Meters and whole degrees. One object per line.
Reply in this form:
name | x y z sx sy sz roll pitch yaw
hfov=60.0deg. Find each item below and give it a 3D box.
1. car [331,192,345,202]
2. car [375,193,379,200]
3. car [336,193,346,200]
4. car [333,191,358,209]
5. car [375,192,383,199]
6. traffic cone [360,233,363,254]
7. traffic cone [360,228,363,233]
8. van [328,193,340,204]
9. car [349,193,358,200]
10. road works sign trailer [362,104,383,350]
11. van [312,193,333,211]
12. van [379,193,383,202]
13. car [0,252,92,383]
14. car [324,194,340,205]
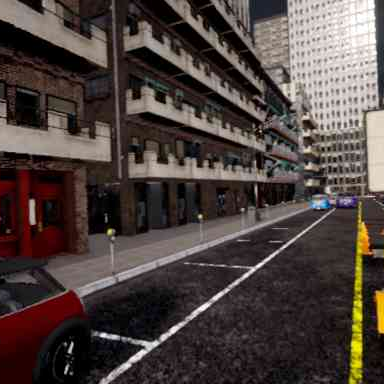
car | 29.613 0.949 67.428 2.192 1.841 5.009 -3 -1 27
car | 39.164 0.864 68.834 1.887 1.381 4.507 -3 -1 27
car | 34.636 1.100 77.326 1.887 1.381 4.507 -3 -1 27
car | 18.781 0.973 40.449 2.150 2.045 5.566 -2 -1 27
car | 41.746 0.804 73.937 1.752 1.417 4.829 -3 -1 27
traffic cone | 6.097 1.862 11.723 0.340 0.580 0.340 -2 -1 27
traffic cone | 7.000 1.849 13.507 0.340 0.580 0.340 -2 -1 27
van | 24.602 1.054 57.526 1.690 1.788 3.998 -3 -1 27
car | 37.218 0.986 76.732 1.812 1.442 4.674 -2 -1 27
road works sign trailer | 3.957 0.378 4.957 2.380 3.560 2.880 -2 -1 26
van | 14.577 1.208 37.723 1.690 1.788 3.998 -3 -1 27
van | 29.130 0.817 49.034 1.690 1.788 3.998 -3 -1 27
car | -2.962 1.573 3.066 1.967 1.590 4.097 -3 -1 27
car | 22.100 1.192 52.574 1.967 1.590 4.097 -3 -1 27
